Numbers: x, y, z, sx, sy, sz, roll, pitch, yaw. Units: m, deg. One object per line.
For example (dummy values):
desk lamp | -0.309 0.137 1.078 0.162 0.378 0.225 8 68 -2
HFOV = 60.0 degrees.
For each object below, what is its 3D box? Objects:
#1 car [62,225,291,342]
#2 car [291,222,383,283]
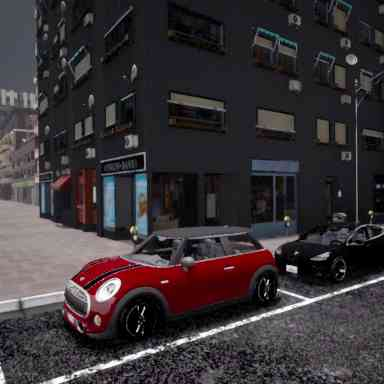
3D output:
car | -0.280 1.439 6.377 4.097 1.590 1.967 0 -1 -36
car | 4.278 1.564 9.632 4.313 1.339 1.947 0 -1 -36
